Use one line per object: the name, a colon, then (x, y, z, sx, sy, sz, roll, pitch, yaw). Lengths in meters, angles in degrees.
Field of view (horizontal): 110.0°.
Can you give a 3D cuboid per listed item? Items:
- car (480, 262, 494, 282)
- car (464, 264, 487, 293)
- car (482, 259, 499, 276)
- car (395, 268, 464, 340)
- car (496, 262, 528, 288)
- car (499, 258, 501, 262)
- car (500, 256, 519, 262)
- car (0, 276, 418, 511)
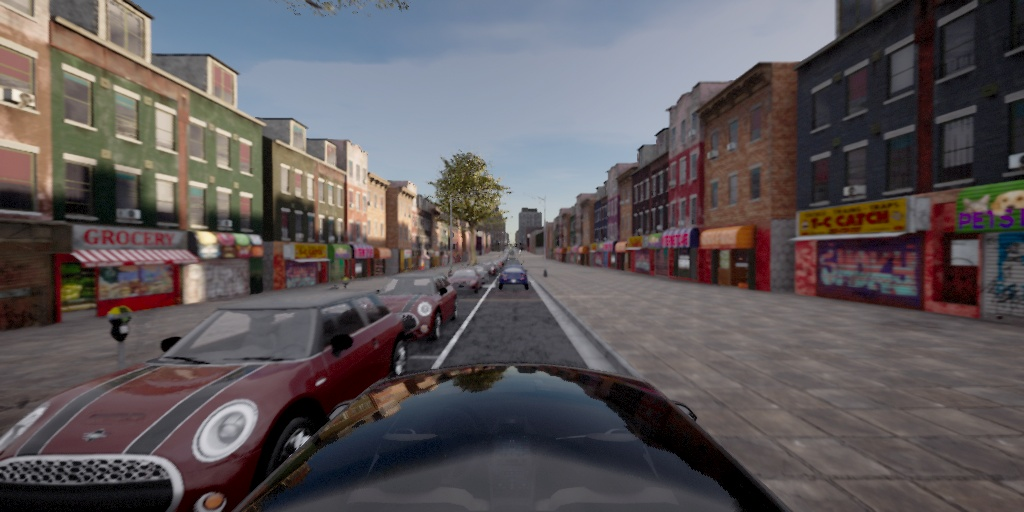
car: (-2.633, 1.335, 26.222, 2.007, 1.370, 4.403, 0, 0, 0)
car: (-2.634, 1.353, 20.688, 1.802, 1.307, 4.207, 0, 0, 0)
car: (-2.631, 1.242, 37.293, 1.967, 1.591, 4.097, 0, 0, 0)
car: (-2.636, 1.189, 9.627, 1.967, 1.591, 4.097, 0, 0, 0)
car: (0.104, 1.304, 23.610, 1.812, 1.442, 4.674, 0, 0, 0)
car: (-2.628, 1.350, 48.365, 2.007, 1.370, 4.403, 0, 0, 0)
car: (0.100, 1.155, 38.967, 2.097, 1.767, 4.553, 0, 0, 0)
car: (-2.637, 1.188, 4.096, 1.967, 1.591, 4.097, 0, 0, 0)
